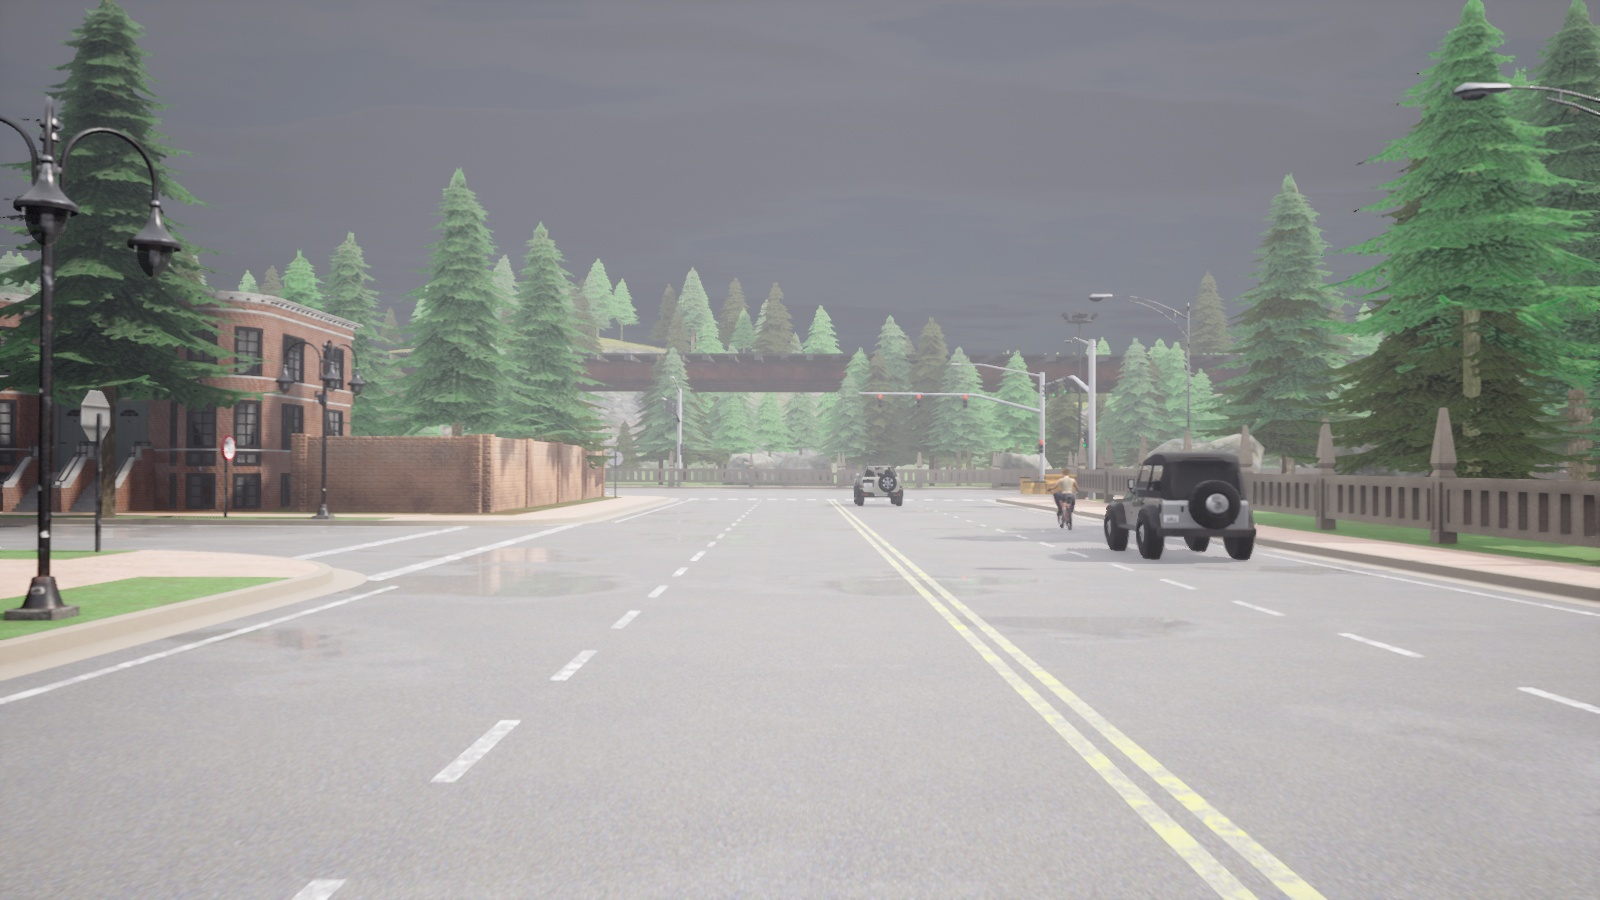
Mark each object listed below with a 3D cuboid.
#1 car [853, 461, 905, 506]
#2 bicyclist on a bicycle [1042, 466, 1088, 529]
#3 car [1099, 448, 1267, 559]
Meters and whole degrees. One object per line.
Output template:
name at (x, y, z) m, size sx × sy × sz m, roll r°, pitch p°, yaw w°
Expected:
car at (3.365, 1.442, 54.352) m, size 1.932 × 1.855 × 4.605 m, roll 0°, pitch -1°, yaw 0°
bicyclist on a bicycle at (6.923, 1.221, 32.902) m, size 0.866 × 1.612 × 1.509 m, roll 0°, pitch -1°, yaw 0°
car at (6.941, 0.933, 23.203) m, size 1.905 × 1.878 × 3.866 m, roll 0°, pitch -1°, yaw 0°
